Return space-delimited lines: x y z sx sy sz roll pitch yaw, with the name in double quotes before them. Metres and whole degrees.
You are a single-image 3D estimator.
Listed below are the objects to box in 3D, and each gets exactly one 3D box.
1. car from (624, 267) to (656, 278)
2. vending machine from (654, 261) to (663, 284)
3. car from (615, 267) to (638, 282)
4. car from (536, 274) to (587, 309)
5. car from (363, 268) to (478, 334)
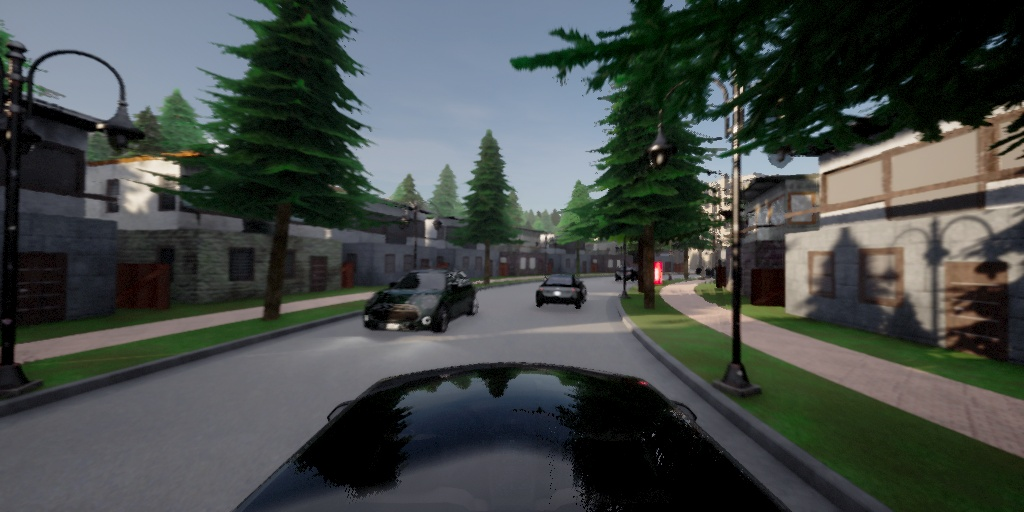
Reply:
"car" 16.942 2.127 47.338 4.718 1.301 1.895 1 -1 -42
"vending machine" 12.143 1.447 30.153 1.100 2.100 0.880 0 0 32
"car" 11.983 1.819 36.230 2.128 1.511 4.902 0 -1 36
"car" 2.369 1.532 16.595 1.994 1.385 4.181 0 -1 15
"car" -2.572 1.195 11.128 2.097 1.767 4.553 1 -1 10
